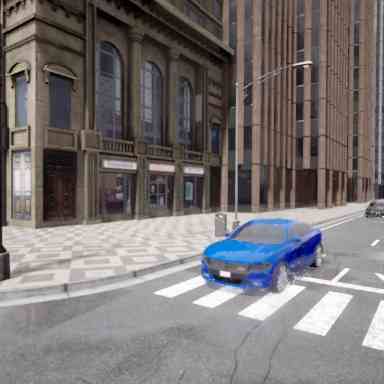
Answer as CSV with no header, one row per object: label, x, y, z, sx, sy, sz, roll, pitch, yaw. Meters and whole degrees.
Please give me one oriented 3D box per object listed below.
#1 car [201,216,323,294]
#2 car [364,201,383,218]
car,2.158,1.486,9.180,1.882,1.535,5.008,1,1,35
car,16.607,1.572,29.488,1.837,1.490,4.892,1,1,35
